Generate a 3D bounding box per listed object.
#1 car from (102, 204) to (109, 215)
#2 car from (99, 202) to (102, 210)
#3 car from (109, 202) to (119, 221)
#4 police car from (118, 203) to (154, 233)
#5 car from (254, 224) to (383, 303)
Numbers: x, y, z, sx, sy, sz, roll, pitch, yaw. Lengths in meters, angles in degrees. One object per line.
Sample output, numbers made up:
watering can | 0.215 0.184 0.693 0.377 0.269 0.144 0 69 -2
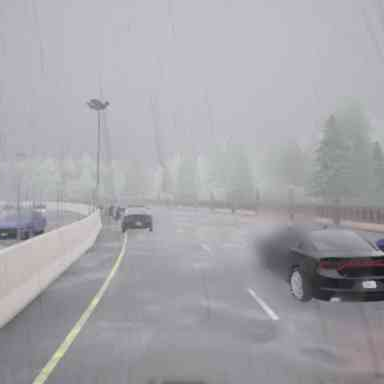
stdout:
car | -8.579 1.942 37.315 1.837 1.490 4.892 0 -1 -22
car | -15.682 2.186 53.543 2.033 1.411 5.357 0 -1 -33
car | -6.461 1.873 31.658 1.837 1.490 4.892 0 -1 -19
police car | -3.714 1.679 22.091 1.930 1.638 5.238 0 -1 -13
car | 3.029 1.560 8.522 1.882 1.535 5.008 0 -1 -5
